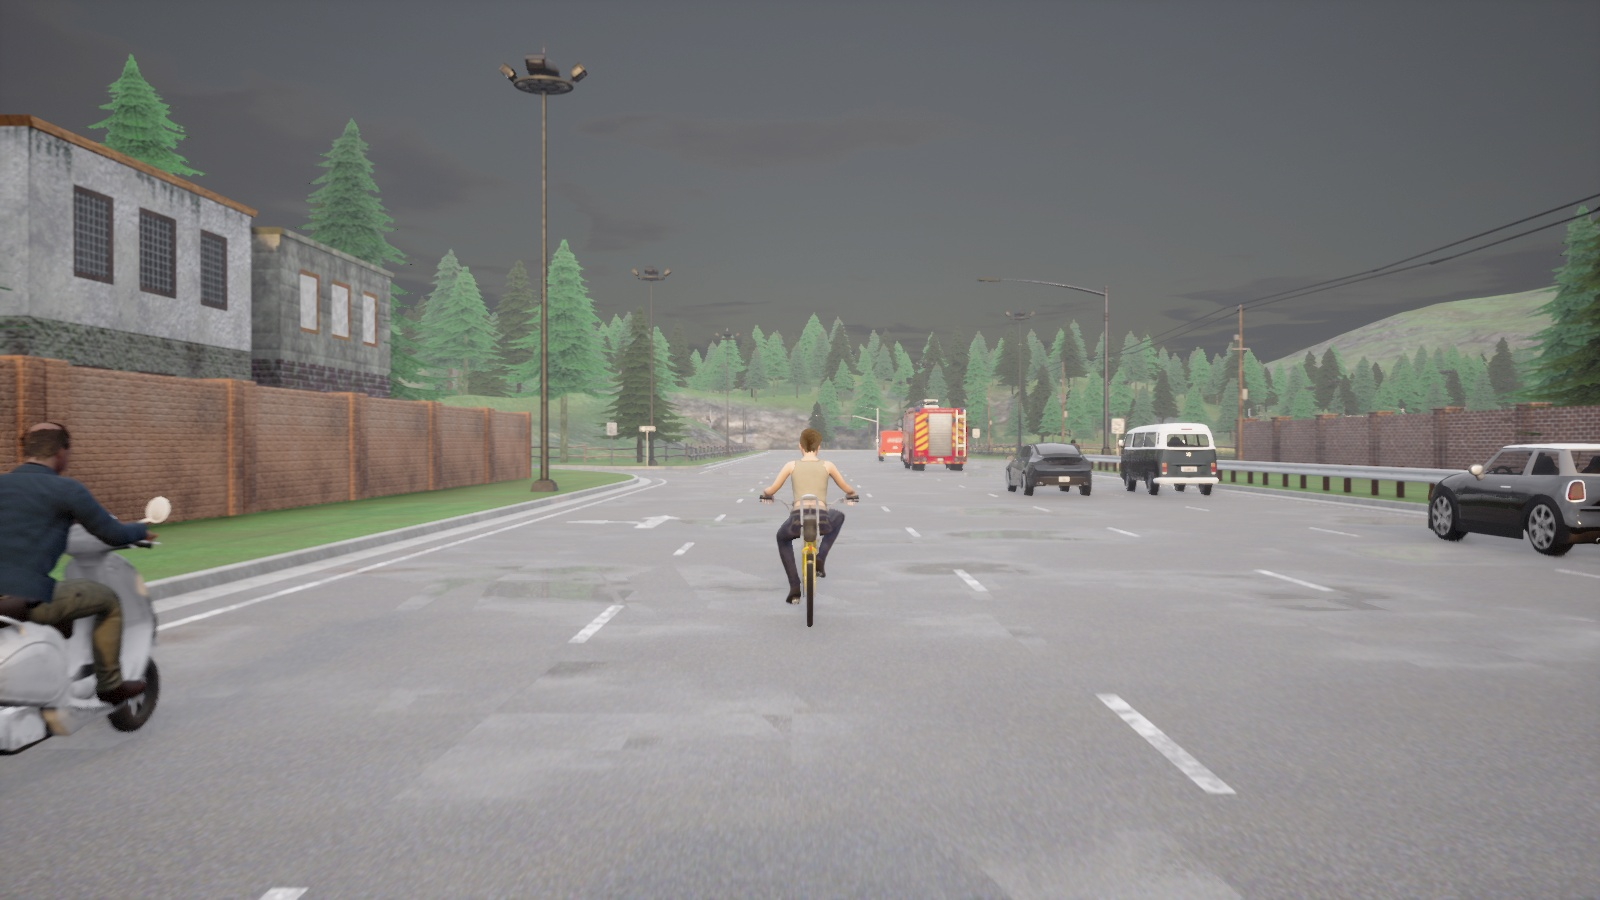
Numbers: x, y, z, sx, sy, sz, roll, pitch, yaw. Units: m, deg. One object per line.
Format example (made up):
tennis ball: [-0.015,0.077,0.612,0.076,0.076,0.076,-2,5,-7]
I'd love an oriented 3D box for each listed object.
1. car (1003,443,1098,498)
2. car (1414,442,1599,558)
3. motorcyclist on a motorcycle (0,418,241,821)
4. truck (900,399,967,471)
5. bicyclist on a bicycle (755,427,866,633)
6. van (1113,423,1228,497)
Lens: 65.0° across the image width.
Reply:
car: [7.223,0.550,36.702,1.837,1.490,4.892,0,0,0]
car: [10.616,0.620,17.795,1.970,1.475,3.806,0,0,0]
motorcyclist on a motorcycle: [-3.452,0.664,5.856,0.866,1.590,1.817,0,0,0]
truck: [7.415,-0.810,70.634,2.891,3.827,8.468,0,0,0]
bicyclist on a bicycle: [0.080,0.623,10.587,0.866,1.612,1.509,0,0,0]
van: [10.723,0.272,36.724,2.069,2.038,4.480,0,0,0]
